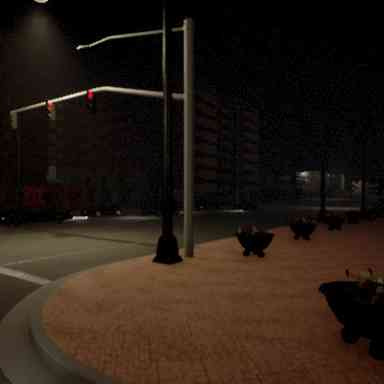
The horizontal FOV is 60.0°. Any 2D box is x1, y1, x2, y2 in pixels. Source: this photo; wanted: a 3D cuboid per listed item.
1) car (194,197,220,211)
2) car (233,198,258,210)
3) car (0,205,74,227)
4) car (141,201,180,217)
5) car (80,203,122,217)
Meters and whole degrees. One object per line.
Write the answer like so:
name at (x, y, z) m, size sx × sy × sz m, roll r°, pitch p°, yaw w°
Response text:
car at (2.008, 1.702, 48.992) m, size 2.150 × 2.045 × 5.566 m, roll 0°, pitch -1°, yaw 36°
car at (8.453, 2.122, 51.982) m, size 2.033 × 1.411 × 5.357 m, roll 0°, pitch -1°, yaw 35°
car at (-11.289, 1.645, 24.053) m, size 2.033 × 1.411 × 5.357 m, roll 0°, pitch -1°, yaw 35°
car at (-3.271, 1.752, 35.462) m, size 1.882 × 1.535 × 5.008 m, roll 0°, pitch 0°, yaw 35°
car at (-9.042, 1.763, 33.335) m, size 1.994 × 1.385 × 4.181 m, roll 0°, pitch -1°, yaw 35°
